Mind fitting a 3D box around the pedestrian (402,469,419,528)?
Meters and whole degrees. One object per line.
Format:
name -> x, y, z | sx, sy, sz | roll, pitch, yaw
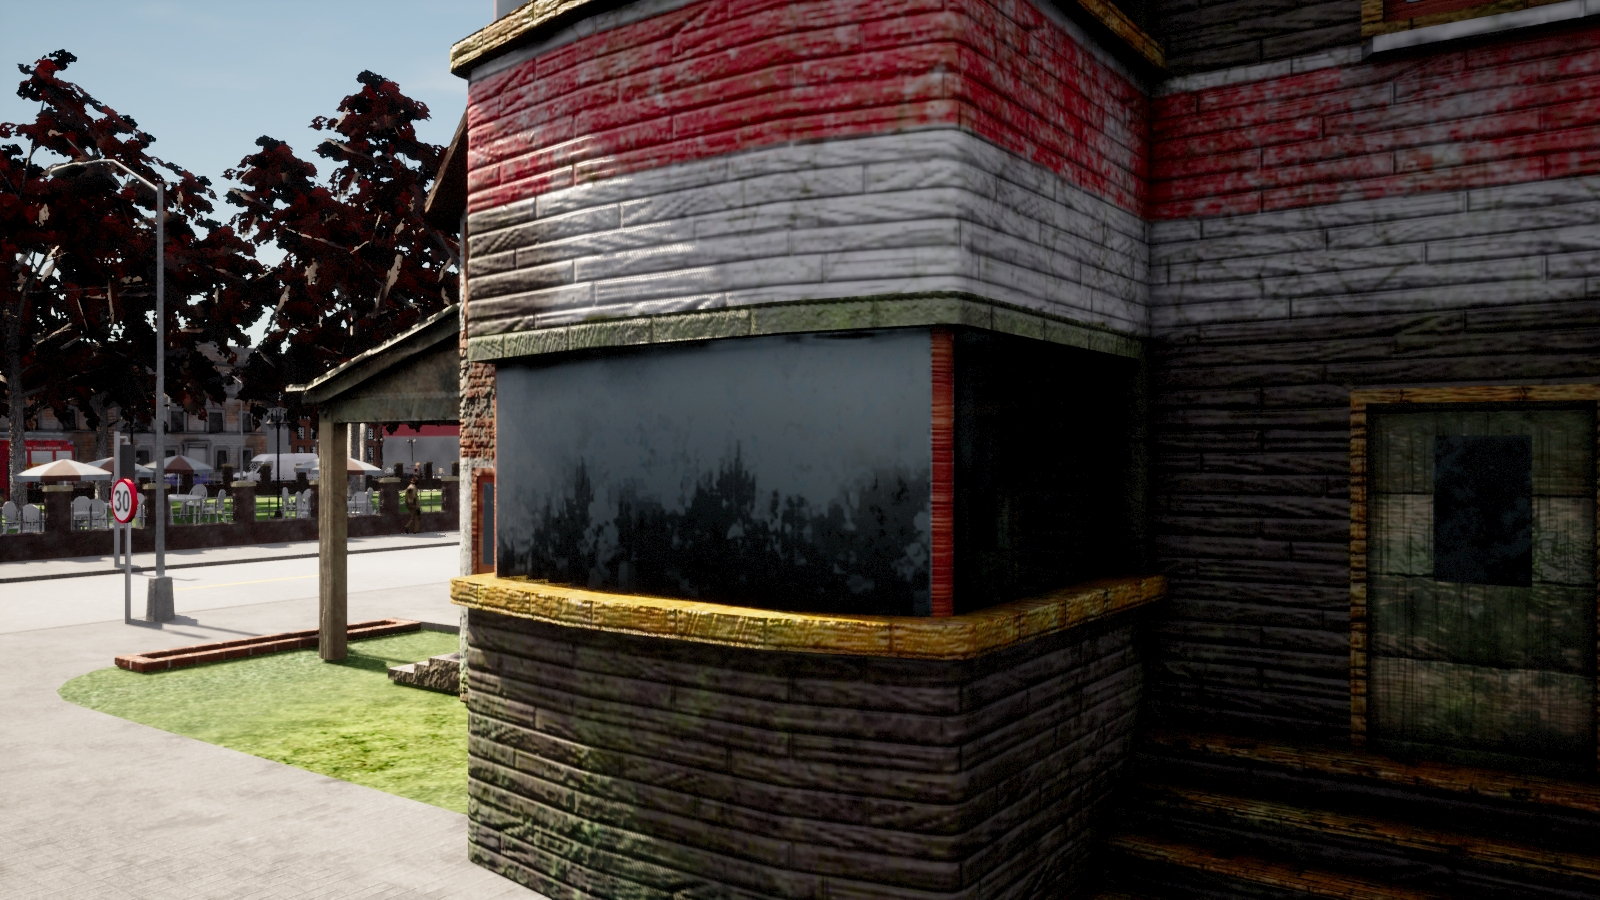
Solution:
pedestrian -> -12.308, 1.525, 36.113 | 0.375, 1.860, 0.375 | 0, 0, 35
